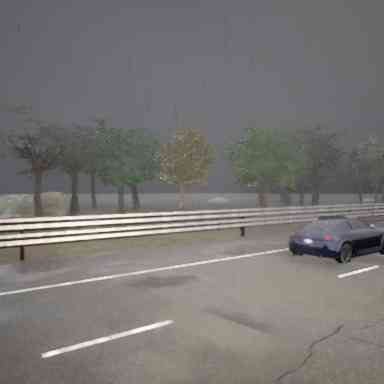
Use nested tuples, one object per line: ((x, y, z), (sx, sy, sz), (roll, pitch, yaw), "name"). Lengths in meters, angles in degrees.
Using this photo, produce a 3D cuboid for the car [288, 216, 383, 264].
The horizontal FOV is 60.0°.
((5.378, 1.554, 11.880), (4.181, 1.385, 1.994), (0, 0, -35), "car")
